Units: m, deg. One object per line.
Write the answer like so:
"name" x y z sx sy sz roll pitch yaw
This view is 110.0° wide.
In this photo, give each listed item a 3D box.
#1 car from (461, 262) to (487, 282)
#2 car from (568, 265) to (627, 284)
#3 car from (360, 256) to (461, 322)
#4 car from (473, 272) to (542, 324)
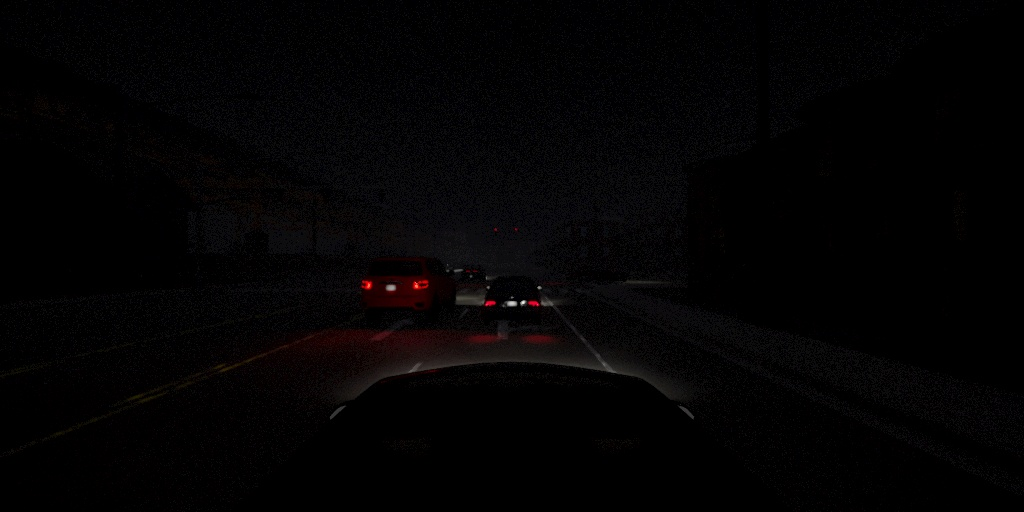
"car" -3.416 1.525 32.504 2.128 1.511 4.902 0 -1 0
"car" 7.205 1.490 30.265 5.008 1.535 1.882 0 -2 -10
"car" -3.428 1.067 12.902 2.150 2.045 5.566 0 -2 0
"car" 0.057 1.396 12.465 2.033 1.411 5.357 0 -1 1
